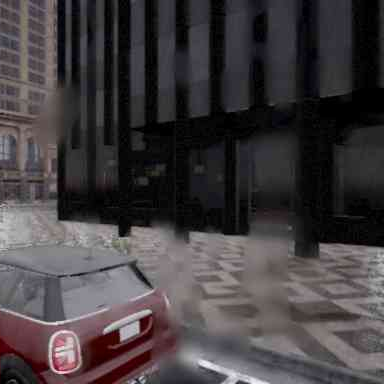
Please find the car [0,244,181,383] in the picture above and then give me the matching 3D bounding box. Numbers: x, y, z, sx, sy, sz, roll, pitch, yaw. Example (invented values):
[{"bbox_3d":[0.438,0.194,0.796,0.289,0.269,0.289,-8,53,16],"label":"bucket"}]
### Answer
[{"bbox_3d":[-2.219,1.454,4.541,4.097,1.590,1.967,0,0,35],"label":"car"}]
